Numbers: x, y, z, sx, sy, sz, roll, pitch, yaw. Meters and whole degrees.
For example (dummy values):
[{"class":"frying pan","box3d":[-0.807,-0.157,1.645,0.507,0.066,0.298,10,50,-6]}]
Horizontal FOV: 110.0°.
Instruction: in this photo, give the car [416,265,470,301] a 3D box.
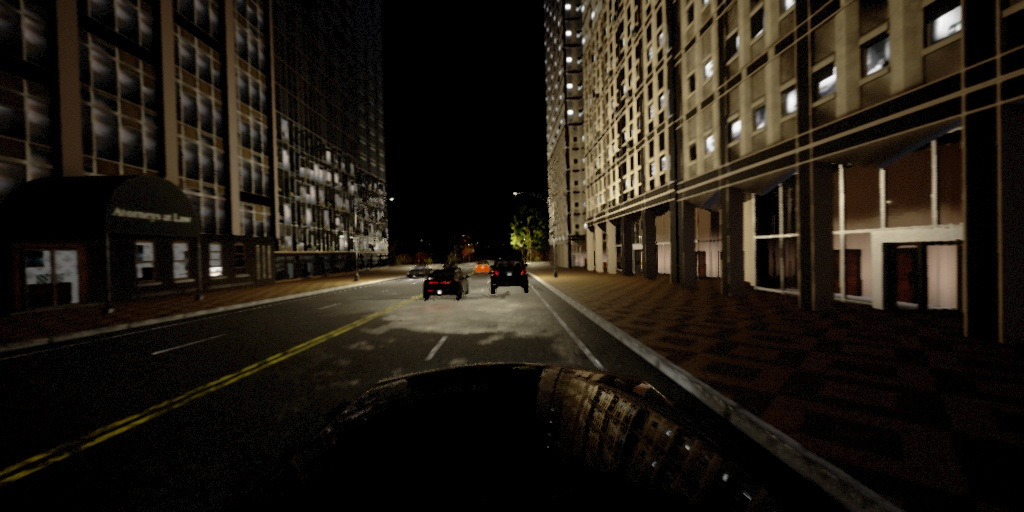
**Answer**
[{"class":"car","box3d":[-3.372,1.432,18.891,1.837,1.490,4.892,-1,-1,-1]}]

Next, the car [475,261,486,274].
[{"class":"car","box3d":[-3.715,1.432,47.201,2.097,1.767,4.553,-1,0,-1]}]

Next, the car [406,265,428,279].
[{"class":"car","box3d":[-10.308,1.757,40.399,2.033,1.411,5.357,-1,0,0]}]

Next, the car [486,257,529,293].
[{"class":"car","box3d":[-0.167,1.086,21.951,2.150,2.045,5.566,-1,0,-1]}]
